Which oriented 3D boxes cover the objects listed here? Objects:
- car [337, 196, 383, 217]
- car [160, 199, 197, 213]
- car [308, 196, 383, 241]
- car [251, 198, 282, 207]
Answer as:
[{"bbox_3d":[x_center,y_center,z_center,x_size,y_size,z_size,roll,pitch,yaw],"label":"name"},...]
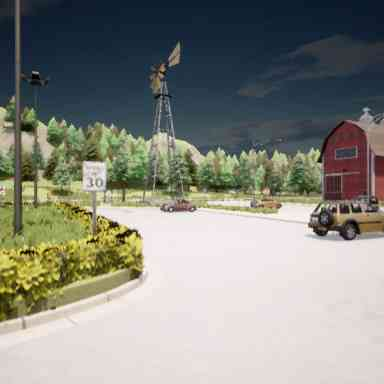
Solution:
[{"bbox_3d":[15.824,1.293,31.247,3.866,1.878,1.905,0,0,-24],"label":"car"},{"bbox_3d":[-1.511,1.498,36.813,3.905,1.438,1.784,0,0,-24],"label":"car"},{"bbox_3d":[8.029,1.289,16.457,4.605,1.855,1.932,0,0,-24],"label":"car"},{"bbox_3d":[9.684,1.485,43.263,4.193,1.474,1.816,0,0,-24],"label":"car"}]
